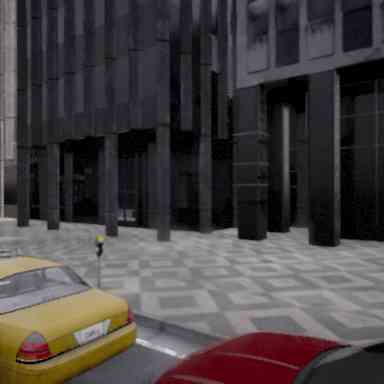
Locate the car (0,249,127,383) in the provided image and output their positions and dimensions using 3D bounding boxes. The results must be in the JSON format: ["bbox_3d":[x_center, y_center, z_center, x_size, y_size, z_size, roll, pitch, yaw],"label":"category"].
[{"bbox_3d":[-3.002,1.562,5.099,4.829,1.417,1.752,0,0,35],"label":"car"}]

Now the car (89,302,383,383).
[{"bbox_3d":[1.699,1.541,1.749,4.507,1.381,1.887,0,0,35],"label":"car"}]
